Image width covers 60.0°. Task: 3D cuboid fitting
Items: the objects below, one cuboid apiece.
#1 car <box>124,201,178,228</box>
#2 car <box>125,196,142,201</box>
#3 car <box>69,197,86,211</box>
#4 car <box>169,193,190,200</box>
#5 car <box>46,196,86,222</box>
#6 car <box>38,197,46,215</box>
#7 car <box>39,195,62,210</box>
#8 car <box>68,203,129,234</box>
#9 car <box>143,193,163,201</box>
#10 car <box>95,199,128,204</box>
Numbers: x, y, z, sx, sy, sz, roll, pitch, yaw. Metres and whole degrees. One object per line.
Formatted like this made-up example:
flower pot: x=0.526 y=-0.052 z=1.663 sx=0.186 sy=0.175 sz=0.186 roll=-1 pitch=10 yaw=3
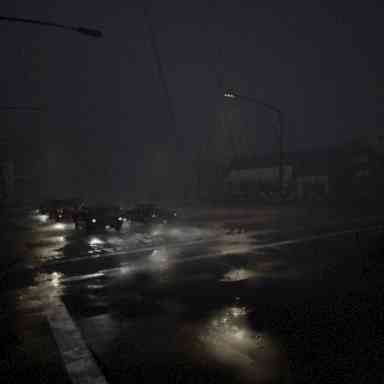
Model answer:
car: x=-2.755 y=1.471 z=21.681 sx=1.895 sy=1.301 sz=4.718 roll=-2 pitch=1 yaw=-32
car: x=-9.906 y=1.244 z=54.780 sx=1.895 sy=1.301 sz=4.718 roll=-2 pitch=1 yaw=0
car: x=-14.658 y=1.462 z=42.492 sx=1.837 sy=1.490 sz=4.892 roll=-2 pitch=0 yaw=-20
car: x=-2.553 y=0.852 z=67.104 sx=1.895 sy=1.301 sz=4.718 roll=-1 pitch=1 yaw=36
car: x=-10.356 y=1.379 z=27.380 sx=2.097 sy=1.767 sz=4.553 roll=-2 pitch=1 yaw=-31
car: x=-15.375 y=1.591 z=35.954 sx=1.812 sy=1.442 sz=4.674 roll=-2 pitch=1 yaw=-29
car: x=-19.295 y=1.410 z=45.464 sx=2.097 sy=1.767 sz=4.553 roll=-2 pitch=1 yaw=-13
car: x=-5.704 y=1.587 z=19.808 sx=1.895 sy=1.301 sz=4.718 roll=-2 pitch=1 yaw=-32
car: x=-6.356 y=0.974 z=57.595 sx=1.882 sy=1.535 sz=5.008 roll=-2 pitch=1 yaw=8
car: x=-7.721 y=1.515 z=29.752 sx=1.895 sy=1.301 sz=4.718 roll=-2 pitch=1 yaw=-31
